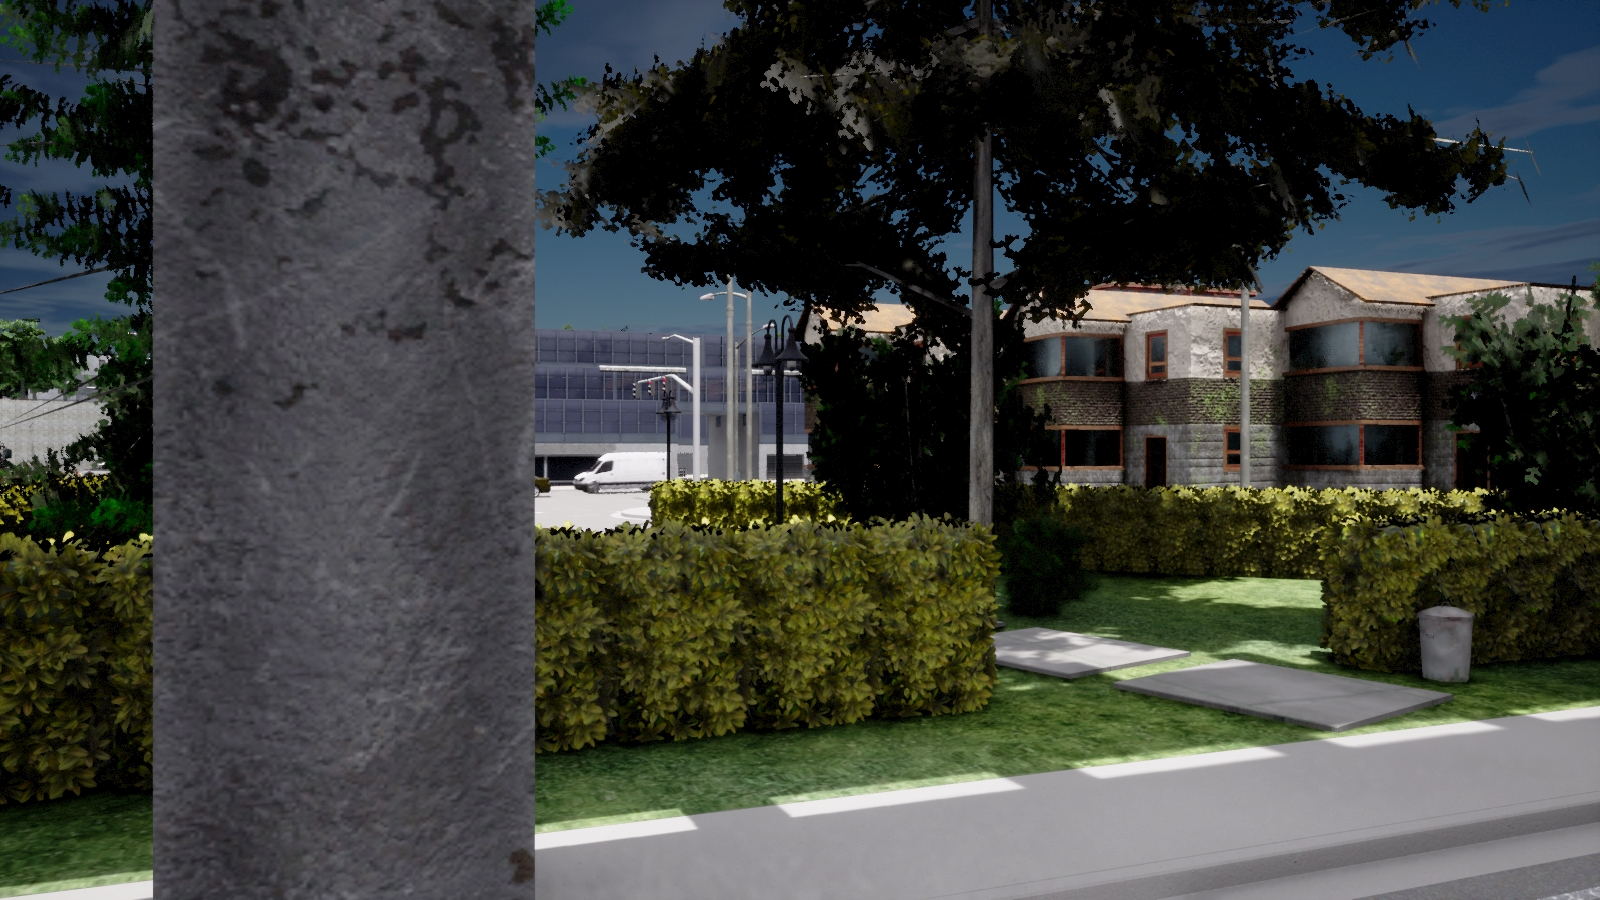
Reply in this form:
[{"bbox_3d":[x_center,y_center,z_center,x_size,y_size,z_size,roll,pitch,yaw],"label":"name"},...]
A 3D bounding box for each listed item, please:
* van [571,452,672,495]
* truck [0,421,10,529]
[{"bbox_3d":[-11.194,1.432,71.698,5.915,2.561,1.988,-1,0,-22],"label":"van"},{"bbox_3d":[-28.743,0.891,37.345,2.891,3.827,8.468,0,0,-21],"label":"truck"}]
